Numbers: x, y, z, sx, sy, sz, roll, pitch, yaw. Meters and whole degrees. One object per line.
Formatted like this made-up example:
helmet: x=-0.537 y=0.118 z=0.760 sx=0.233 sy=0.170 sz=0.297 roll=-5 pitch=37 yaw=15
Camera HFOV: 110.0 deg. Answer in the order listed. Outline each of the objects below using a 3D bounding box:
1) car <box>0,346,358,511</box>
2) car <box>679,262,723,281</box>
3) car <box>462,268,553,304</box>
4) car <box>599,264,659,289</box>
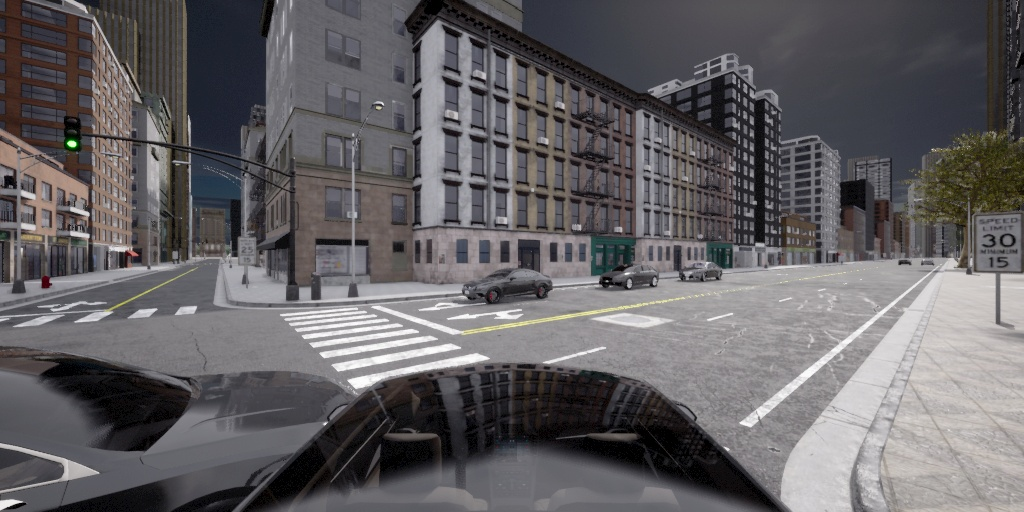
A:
car: x=-3.228 y=1.257 z=1.730 sx=4.892 sy=1.490 sz=1.837 roll=0 pitch=0 yaw=-35
car: x=15.551 y=1.235 z=29.469 sx=4.902 sy=1.511 sz=2.128 roll=0 pitch=0 yaw=-39
car: x=-0.102 y=1.286 z=16.714 sx=4.674 sy=1.442 sz=1.812 roll=0 pitch=0 yaw=-39
car: x=7.566 y=1.258 z=22.968 sx=4.892 sy=1.490 sz=1.837 roll=0 pitch=0 yaw=-39
